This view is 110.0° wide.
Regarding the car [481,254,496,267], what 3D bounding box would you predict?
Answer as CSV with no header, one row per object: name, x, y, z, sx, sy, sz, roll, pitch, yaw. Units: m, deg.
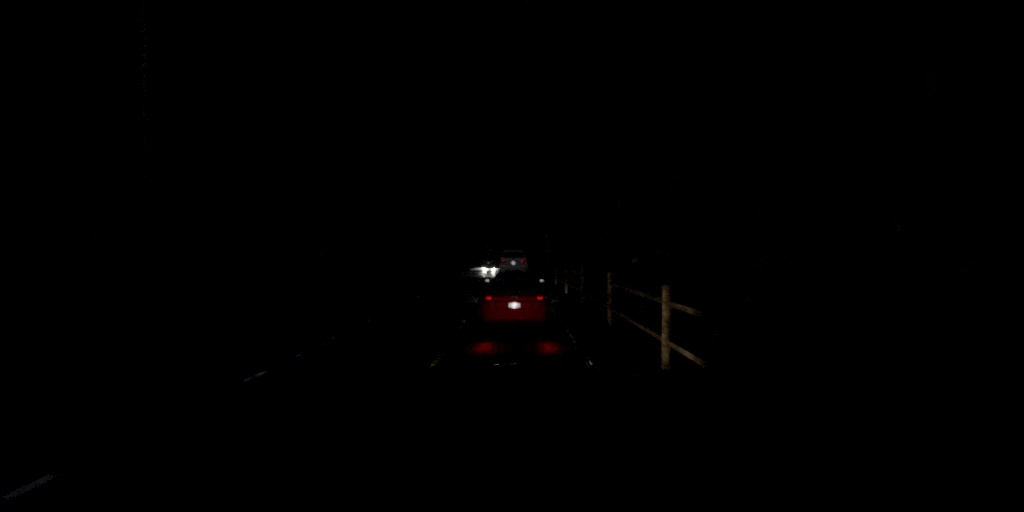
car,-2.803,0.553,45.077,2.128,1.511,4.902,0,1,0

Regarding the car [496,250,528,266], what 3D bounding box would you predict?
car,0.109,0.535,29.374,2.150,2.045,5.566,0,1,0

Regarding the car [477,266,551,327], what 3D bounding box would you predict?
car,0.075,1.170,10.961,1.994,1.385,4.181,0,1,0
